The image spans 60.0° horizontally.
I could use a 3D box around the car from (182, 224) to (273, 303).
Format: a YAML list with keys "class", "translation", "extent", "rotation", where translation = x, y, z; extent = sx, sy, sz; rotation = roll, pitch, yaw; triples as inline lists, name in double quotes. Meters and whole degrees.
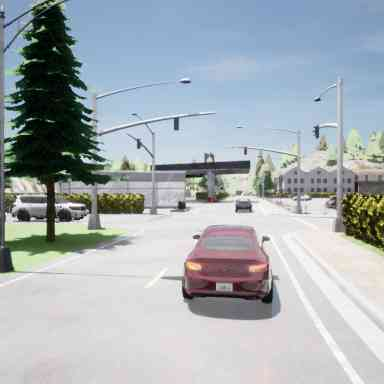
- class: "car"
  translation: [0.932, 1.526, 8.188]
  extent: [1.812, 1.442, 4.674]
  rotation: [0, 0, 9]

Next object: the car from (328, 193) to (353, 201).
- class: "car"
  translation: [33.225, 1.097, 74.526]
  extent: [4.605, 1.855, 1.932]
  rotation: [0, 0, 9]

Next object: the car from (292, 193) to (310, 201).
- class: "car"
  translation: [24.846, 1.361, 75.825]
  extent: [3.806, 1.475, 1.970]
  rotation: [0, 0, 9]

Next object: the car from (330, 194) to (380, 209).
- class: "car"
  translation: [19.053, 1.340, 38.882]
  extent: [4.514, 1.523, 2.007]
  rotation: [0, 0, 9]

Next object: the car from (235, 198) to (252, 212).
- class: "car"
  translation: [6.105, 1.491, 39.399]
  extent: [2.128, 1.511, 4.902]
  rotation: [0, 0, 9]

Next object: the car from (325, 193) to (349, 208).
- class: "car"
  translation: [19.495, 1.330, 41.988]
  extent: [5.027, 1.636, 2.152]
  rotation: [0, 0, 9]

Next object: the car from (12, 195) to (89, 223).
- class: "car"
  translation: [-10.782, 1.221, 25.348]
  extent: [5.566, 2.045, 2.150]
  rotation: [0, 0, 9]

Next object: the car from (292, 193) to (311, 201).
- class: "car"
  translation: [25.973, 1.077, 79.012]
  extent: [3.866, 1.878, 1.905]
  rotation: [0, 0, 9]
